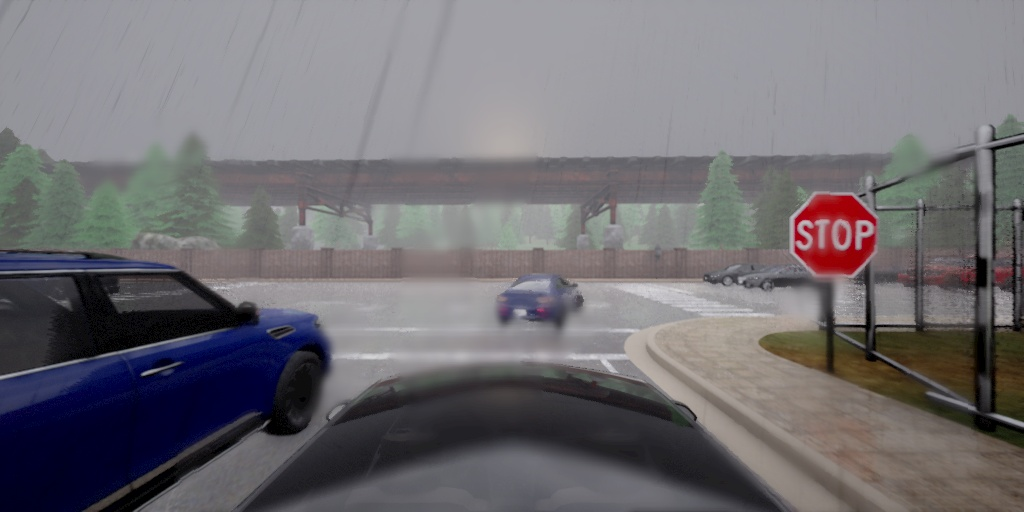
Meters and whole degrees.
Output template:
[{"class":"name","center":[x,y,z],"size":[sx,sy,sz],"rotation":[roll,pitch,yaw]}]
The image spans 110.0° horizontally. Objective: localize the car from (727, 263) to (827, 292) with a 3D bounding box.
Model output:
[{"class":"car","center":[15.686,1.237,20.740],"size":[4.902,1.511,2.128],"rotation":[0,0,1]}]

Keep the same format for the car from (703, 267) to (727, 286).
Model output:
[{"class":"car","center":[15.547,1.249,24.240],"size":[4.892,1.490,1.837],"rotation":[0,0,1]}]

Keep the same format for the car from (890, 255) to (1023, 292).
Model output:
[{"class":"car","center":[25.830,0.966,20.643],"size":[5.566,2.045,2.150],"rotation":[0,0,0]}]

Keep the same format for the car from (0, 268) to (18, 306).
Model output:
[{"class":"car","center":[-22.980,1.250,13.976],"size":[4.892,1.490,1.837],"rotation":[0,0,0]}]

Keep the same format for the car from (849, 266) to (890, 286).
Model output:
[{"class":"car","center":[25.635,1.345,24.142],"size":[4.718,1.301,1.895],"rotation":[0,0,1]}]

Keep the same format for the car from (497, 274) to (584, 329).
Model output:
[{"class":"car","center":[1.003,1.273,11.238],"size":[1.812,1.442,4.674],"rotation":[0,0,19]}]

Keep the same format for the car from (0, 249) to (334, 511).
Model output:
[{"class":"car","center":[-3.421,0.971,2.349],"size":[2.150,2.045,5.566],"rotation":[0,0,0]}]

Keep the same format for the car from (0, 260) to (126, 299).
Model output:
[{"class":"car","center":[-22.242,1.096,17.479],"size":[4.553,1.767,2.097],"rotation":[0,0,0]}]
